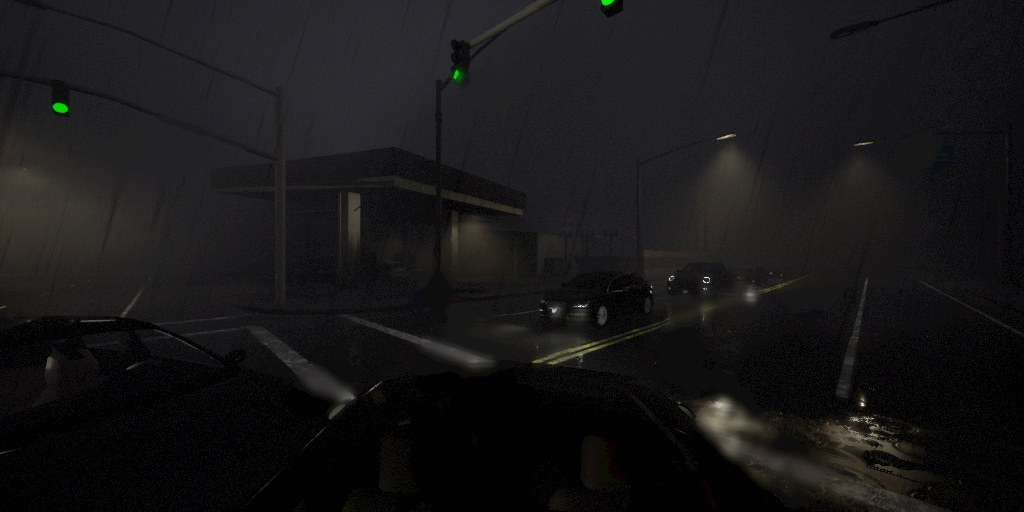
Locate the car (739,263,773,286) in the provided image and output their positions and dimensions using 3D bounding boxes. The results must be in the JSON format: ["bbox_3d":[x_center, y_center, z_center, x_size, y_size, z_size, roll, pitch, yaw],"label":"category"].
[{"bbox_3d":[16.650,1.314,25.292,1.994,1.385,4.181,0,0,44],"label":"car"}]

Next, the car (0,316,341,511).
[{"bbox_3d":[-3.420,1.242,2.520,4.902,1.511,2.128,0,0,15],"label":"car"}]

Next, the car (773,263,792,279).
[{"bbox_3d":[23.784,1.314,32.344,4.181,1.385,1.994,0,0,-45],"label":"car"}]

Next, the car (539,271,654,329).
[{"bbox_3d":[2.883,1.255,11.538,1.837,1.490,4.892,0,0,45],"label":"car"}]

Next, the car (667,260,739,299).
[{"bbox_3d":[9.722,1.102,18.382,4.553,1.767,2.097,0,0,-45],"label":"car"}]
